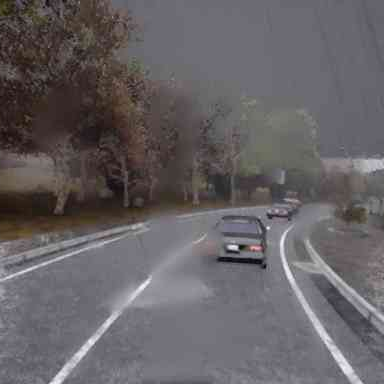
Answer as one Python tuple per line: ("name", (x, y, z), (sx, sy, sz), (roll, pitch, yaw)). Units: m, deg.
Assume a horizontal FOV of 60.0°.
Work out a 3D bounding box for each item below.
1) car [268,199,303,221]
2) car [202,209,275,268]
("car", (7.666, 1.556, 27.401), (2.033, 1.411, 5.357), (3, 1, 29))
("car", (1.622, 1.510, 11.274), (2.033, 1.411, 5.357), (1, 0, 12))
